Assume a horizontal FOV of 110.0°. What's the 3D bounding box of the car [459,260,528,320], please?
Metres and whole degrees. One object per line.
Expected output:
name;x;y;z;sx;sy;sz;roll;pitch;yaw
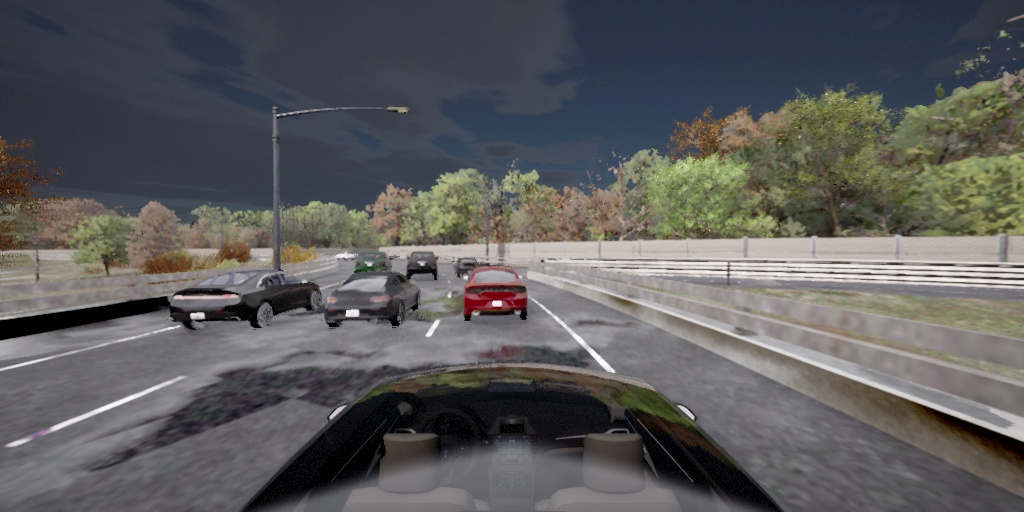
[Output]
car;-0.632;1.090;12.129;1.882;1.535;5.008;0;1;-5

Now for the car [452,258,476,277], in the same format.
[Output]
car;-3.767;0.897;29.392;1.837;1.490;4.892;0;1;-14

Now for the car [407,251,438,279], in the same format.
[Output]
car;-6.889;0.650;27.615;2.150;2.045;5.566;0;1;-14

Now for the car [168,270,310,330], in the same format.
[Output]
car;-7.521;1.151;10.760;2.128;1.511;4.902;0;1;-5

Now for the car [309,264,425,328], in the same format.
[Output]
car;-4.023;1.168;10.891;1.812;1.442;4.674;0;1;-5

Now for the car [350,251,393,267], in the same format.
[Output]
car;-10.375;0.671;27.126;2.150;2.045;5.566;0;1;-14
